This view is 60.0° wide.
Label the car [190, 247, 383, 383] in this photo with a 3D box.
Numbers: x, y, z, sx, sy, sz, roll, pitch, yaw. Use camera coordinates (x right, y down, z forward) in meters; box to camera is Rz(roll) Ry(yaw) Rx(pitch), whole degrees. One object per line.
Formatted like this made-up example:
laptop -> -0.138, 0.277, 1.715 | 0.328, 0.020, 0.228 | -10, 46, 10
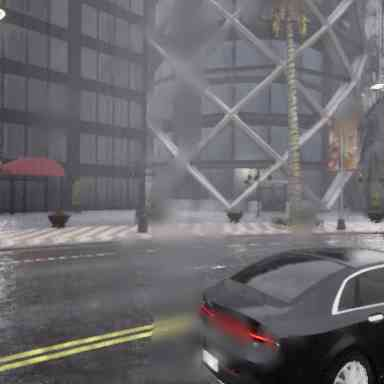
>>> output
car -> 2.343, 1.552, 4.671 | 4.892, 1.490, 1.837 | 0, 0, -28
